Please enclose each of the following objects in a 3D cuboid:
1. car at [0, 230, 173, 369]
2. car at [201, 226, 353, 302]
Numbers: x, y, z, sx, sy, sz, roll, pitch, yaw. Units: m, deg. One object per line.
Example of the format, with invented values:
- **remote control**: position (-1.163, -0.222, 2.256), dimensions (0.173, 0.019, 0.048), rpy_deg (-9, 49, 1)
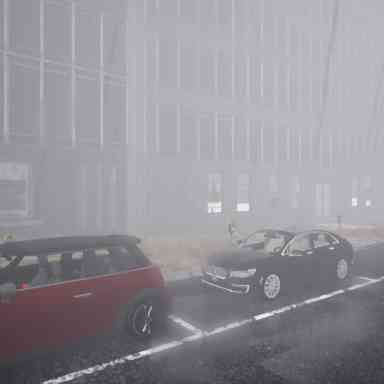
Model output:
- **car**: position (-2.391, 1.440, 4.856), dimensions (4.097, 1.590, 1.967), rpy_deg (0, 0, -36)
- **car**: position (2.239, 1.550, 8.167), dimensions (4.403, 1.369, 2.008), rpy_deg (0, 0, -36)
